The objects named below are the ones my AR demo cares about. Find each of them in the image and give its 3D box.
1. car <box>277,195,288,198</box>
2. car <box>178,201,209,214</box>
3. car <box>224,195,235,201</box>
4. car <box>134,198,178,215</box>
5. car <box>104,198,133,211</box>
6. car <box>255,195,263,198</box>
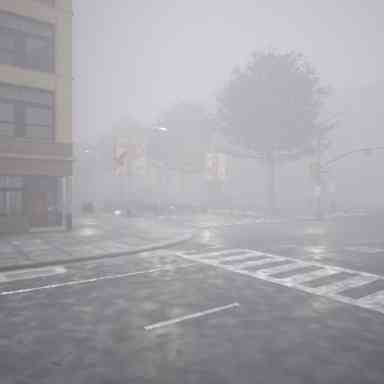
[{"bbox_3d":[18.256,1.320,69.210,2.002,1.452,4.674,0,0,-36],"label":"car"},{"bbox_3d":[-0.277,1.601,34.989,1.895,1.301,4.718,0,0,-36],"label":"car"},{"bbox_3d":[7.772,1.413,76.682,2.161,1.482,4.786,0,0,-36],"label":"car"},{"bbox_3d":[-3.736,1.601,33.803,1.895,1.301,4.718,0,0,-36],"label":"car"},{"bbox_3d":[-9.632,1.505,42.027,1.837,1.490,4.892,0,0,-35],"label":"car"},{"bbox_3d":[17.416,1.463,83.141,1.895,1.301,4.718,0,0,-36],"label":"car"}]
